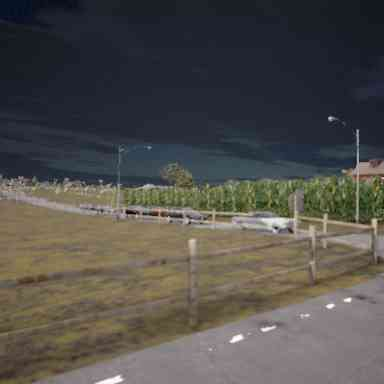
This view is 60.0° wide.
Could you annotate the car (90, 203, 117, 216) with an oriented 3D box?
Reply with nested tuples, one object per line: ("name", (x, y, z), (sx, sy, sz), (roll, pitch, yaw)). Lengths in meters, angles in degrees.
("car", (-11.758, 2.416, 45.545), (2.128, 1.511, 4.902), (3, -2, -35))

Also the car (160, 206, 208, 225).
("car", (-0.534, 2.079, 29.744), (1.837, 1.490, 4.892), (3, -3, -36))

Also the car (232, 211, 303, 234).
("car", (4.924, 1.977, 22.152), (1.895, 1.301, 4.718), (3, -3, -37))

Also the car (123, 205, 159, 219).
("car", (-6.034, 2.244, 37.465), (1.882, 1.535, 5.008), (3, -3, -35))

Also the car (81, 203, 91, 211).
("car", (-19.037, 2.665, 60.769), (1.994, 1.385, 4.181), (3, -1, -35))
